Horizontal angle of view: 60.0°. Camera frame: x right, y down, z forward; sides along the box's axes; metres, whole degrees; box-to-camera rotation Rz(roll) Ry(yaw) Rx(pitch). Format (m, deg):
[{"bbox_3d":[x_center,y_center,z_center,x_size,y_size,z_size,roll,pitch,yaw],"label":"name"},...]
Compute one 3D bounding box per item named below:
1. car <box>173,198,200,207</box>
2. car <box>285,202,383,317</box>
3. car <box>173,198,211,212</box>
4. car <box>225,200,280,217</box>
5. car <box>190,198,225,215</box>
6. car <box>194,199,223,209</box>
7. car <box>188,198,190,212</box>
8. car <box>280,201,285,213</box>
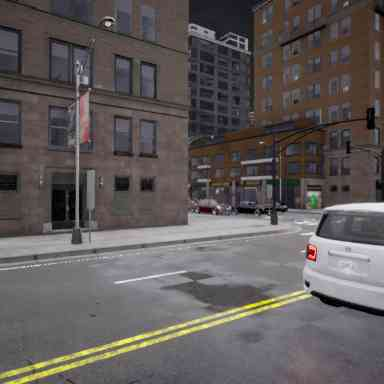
[{"bbox_3d":[-0.913,1.577,50.441,1.947,1.339,4.313,0,0,-35],"label":"car"},{"bbox_3d":[4.603,1.222,6.732,5.566,2.045,2.150,0,0,-36],"label":"car"},{"bbox_3d":[-0.062,1.481,39.739,2.128,1.511,4.902,0,0,-35],"label":"car"},{"bbox_3d":[5.677,1.594,31.627,1.895,1.301,4.718,0,0,-35],"label":"car"},{"bbox_3d":[2.086,1.422,32.311,1.967,1.590,4.097,0,0,-35],"label":"car"},{"bbox_3d":[2.270,1.593,45.943,1.802,1.307,4.206,0,0,-35],"label":"car"},{"bbox_3d":[-1.097,1.420,36.809,1.967,1.590,4.097,0,0,-35],"label":"car"},{"bbox_3d":[8.637,1.579,36.945,1.947,1.339,4.313,0,0,-35],"label":"car"}]
